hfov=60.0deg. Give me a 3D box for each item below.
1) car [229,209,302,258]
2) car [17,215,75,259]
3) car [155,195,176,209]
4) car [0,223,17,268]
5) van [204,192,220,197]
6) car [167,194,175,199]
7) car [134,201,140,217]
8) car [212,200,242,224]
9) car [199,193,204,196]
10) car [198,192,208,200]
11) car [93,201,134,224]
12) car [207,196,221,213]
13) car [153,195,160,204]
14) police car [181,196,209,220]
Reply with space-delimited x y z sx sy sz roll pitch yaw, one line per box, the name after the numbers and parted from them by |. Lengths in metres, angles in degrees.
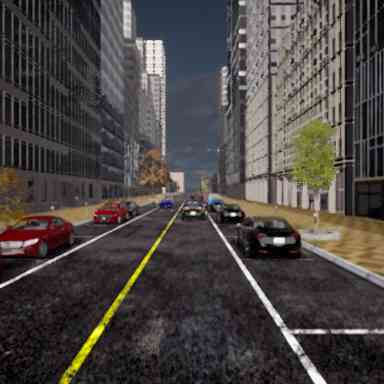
2.691 1.523 12.342 1.947 1.339 4.313 0 0 0 | car
-5.690 1.539 12.349 1.802 1.307 4.206 0 0 0 | car
-3.098 1.445 41.871 1.895 1.301 4.718 0 0 0 | car
-5.689 1.522 6.655 1.887 1.381 4.507 0 0 0 | car
2.688 1.190 40.804 1.690 1.788 3.998 0 0 0 | van
-5.699 1.174 92.044 1.947 1.339 4.313 0 0 0 | car
-5.692 1.460 29.426 1.947 1.339 4.313 0 0 0 | car
2.690 1.482 23.726 1.947 1.339 4.313 0 0 0 | car
0.088 1.272 42.686 2.033 1.649 4.856 0 1 0 | car
2.685 0.981 80.647 2.192 1.841 5.009 0 0 0 | car
-5.691 1.460 23.733 1.887 1.381 4.507 0 0 0 | car
2.689 1.438 35.110 1.947 1.339 4.313 0 0 0 | car
-5.695 1.300 57.719 1.752 1.417 4.829 0 0 0 | car
0.094 1.410 27.442 2.038 1.542 4.974 0 1 0 | police car
